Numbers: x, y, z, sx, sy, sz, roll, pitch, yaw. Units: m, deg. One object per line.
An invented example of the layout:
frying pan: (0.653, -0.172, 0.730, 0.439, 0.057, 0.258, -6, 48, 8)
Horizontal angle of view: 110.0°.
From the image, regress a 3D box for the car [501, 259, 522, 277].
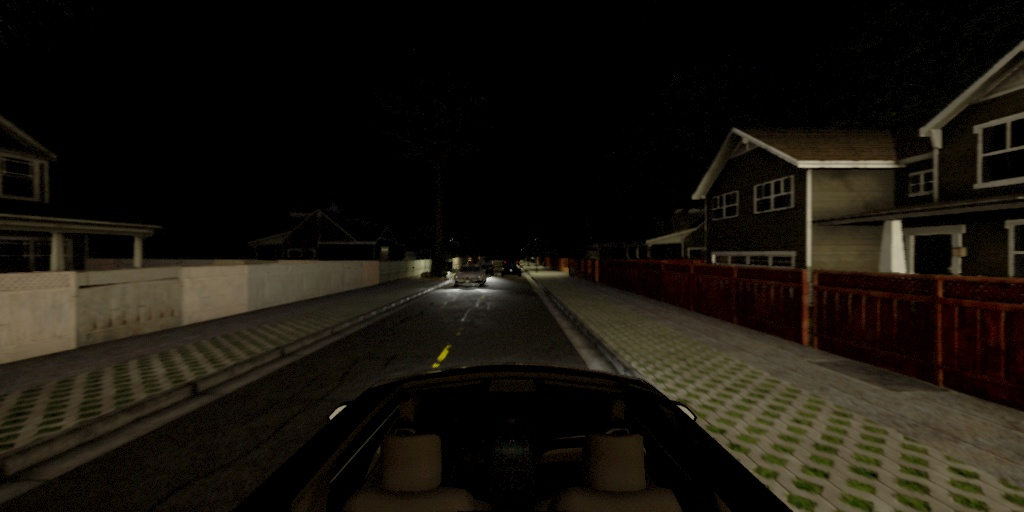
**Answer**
car: (-0.070, 1.303, 35.488, 1.994, 1.385, 4.181, 0, 0, 0)

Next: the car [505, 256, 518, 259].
car: (-0.070, 0.955, 47.489, 2.150, 2.045, 5.566, 0, 0, 0)

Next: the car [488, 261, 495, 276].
car: (-2.829, 1.234, 38.005, 2.128, 1.511, 4.902, 0, 0, 0)

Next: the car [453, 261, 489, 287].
car: (-2.799, 1.312, 24.805, 1.812, 1.442, 4.674, 0, 0, 0)
